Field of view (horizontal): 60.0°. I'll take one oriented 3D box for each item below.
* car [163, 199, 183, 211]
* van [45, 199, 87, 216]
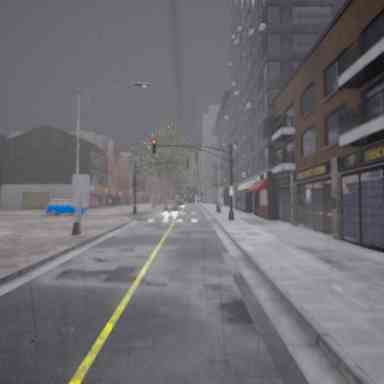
[{"bbox_3d":[-2.755,1.793,44.465,2.128,1.511,4.902,0,0,0],"label":"car"},{"bbox_3d":[-12.930,1.638,34.394,3.998,1.788,1.690,0,-3,0],"label":"van"}]
